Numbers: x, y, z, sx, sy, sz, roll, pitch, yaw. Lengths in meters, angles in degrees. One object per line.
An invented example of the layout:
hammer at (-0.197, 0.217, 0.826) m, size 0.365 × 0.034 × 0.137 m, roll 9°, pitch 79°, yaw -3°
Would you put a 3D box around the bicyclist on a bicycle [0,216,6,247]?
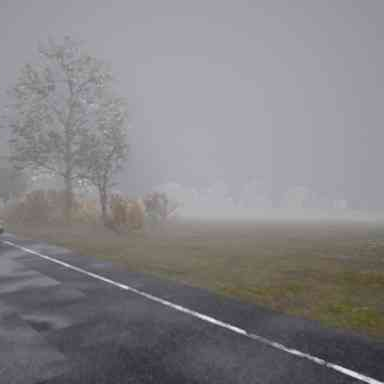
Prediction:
bicyclist on a bicycle at (-10.026, 2.002, 17.176) m, size 0.866 × 1.612 × 1.509 m, roll 2°, pitch -3°, yaw -41°
